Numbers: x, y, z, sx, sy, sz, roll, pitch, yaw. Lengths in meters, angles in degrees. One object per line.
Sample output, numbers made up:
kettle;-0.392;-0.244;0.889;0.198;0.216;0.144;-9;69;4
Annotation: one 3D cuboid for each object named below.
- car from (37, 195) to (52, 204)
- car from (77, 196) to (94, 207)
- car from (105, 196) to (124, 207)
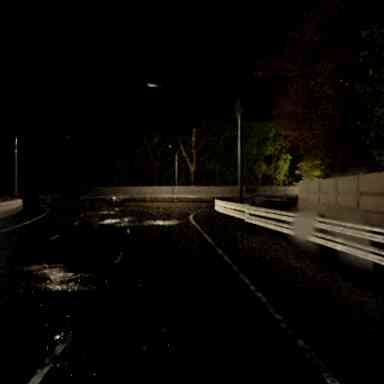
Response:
car;-26.745;1.361;60.443;1.837;1.490;4.892;1;0;-35
car;-15.703;1.375;48.953;1.837;1.490;4.892;0;0;-27
car;-11.021;1.357;47.344;2.128;1.511;4.902;0;0;-26
